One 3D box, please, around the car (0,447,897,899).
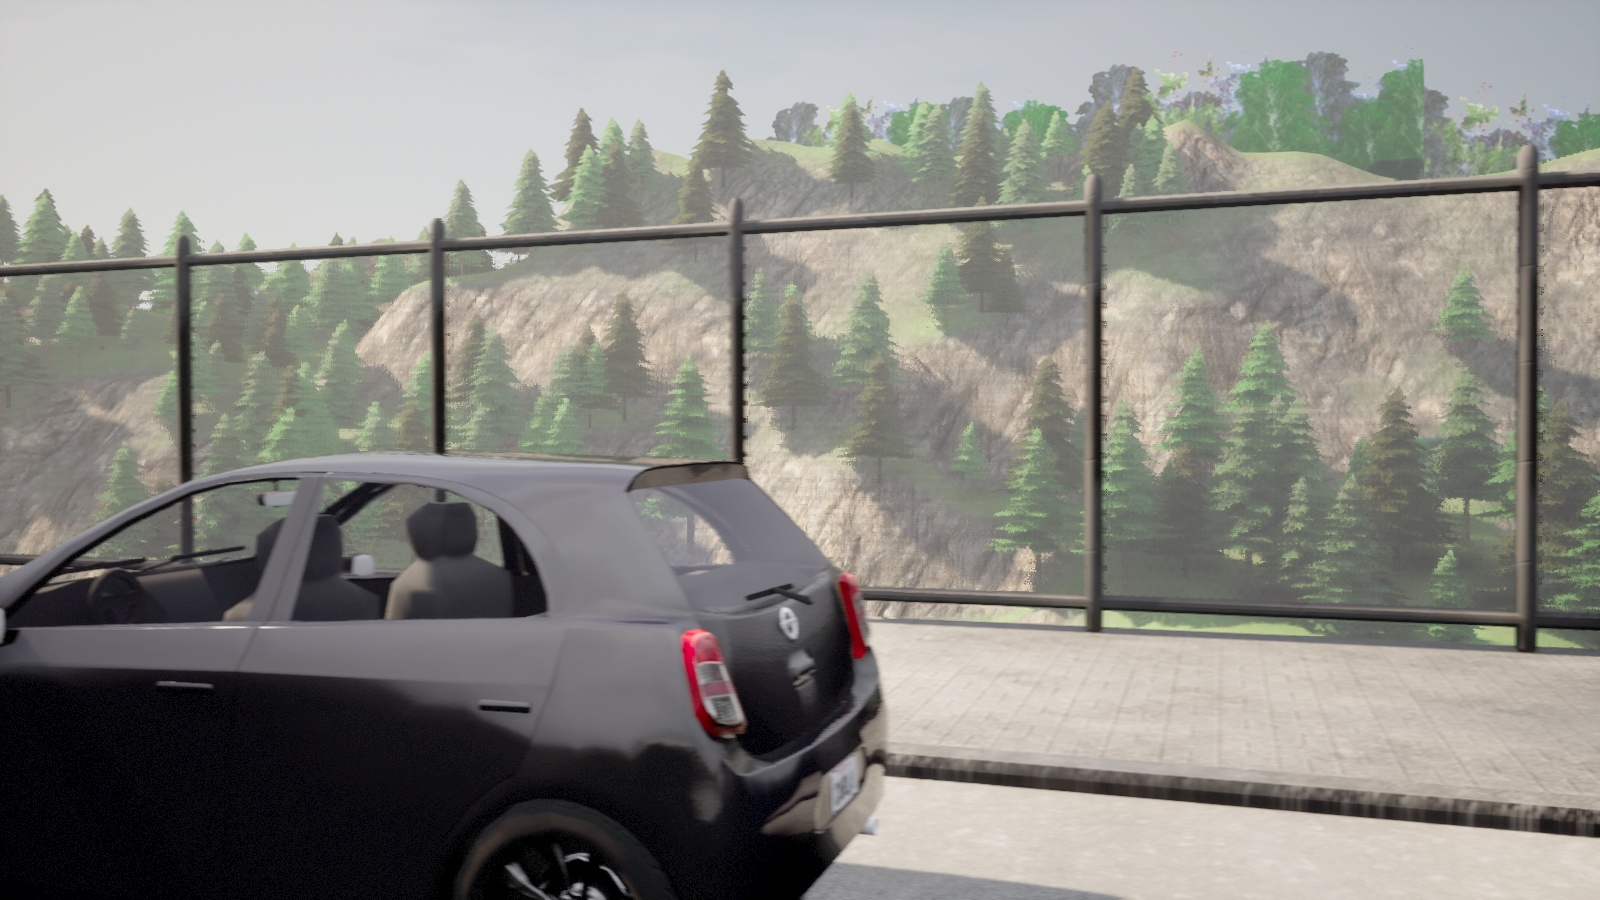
[{"bbox_3d":[-1.667,0.766,4.282,3.633,1.501,1.845,1,1,19],"label":"car"}]
